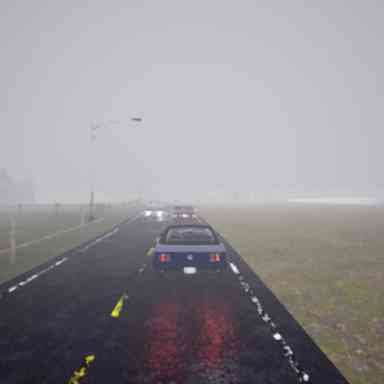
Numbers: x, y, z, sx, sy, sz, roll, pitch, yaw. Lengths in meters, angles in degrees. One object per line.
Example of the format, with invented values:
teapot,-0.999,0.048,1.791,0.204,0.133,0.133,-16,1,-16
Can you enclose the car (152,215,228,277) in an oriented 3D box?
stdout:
car,-0.082,1.623,10.302,1.895,1.301,4.718,0,0,-1

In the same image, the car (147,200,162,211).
car,-4.872,1.730,43.583,1.895,1.301,4.718,0,0,-5

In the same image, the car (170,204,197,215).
car,-0.591,1.610,24.168,2.033,1.411,5.357,0,0,-2
